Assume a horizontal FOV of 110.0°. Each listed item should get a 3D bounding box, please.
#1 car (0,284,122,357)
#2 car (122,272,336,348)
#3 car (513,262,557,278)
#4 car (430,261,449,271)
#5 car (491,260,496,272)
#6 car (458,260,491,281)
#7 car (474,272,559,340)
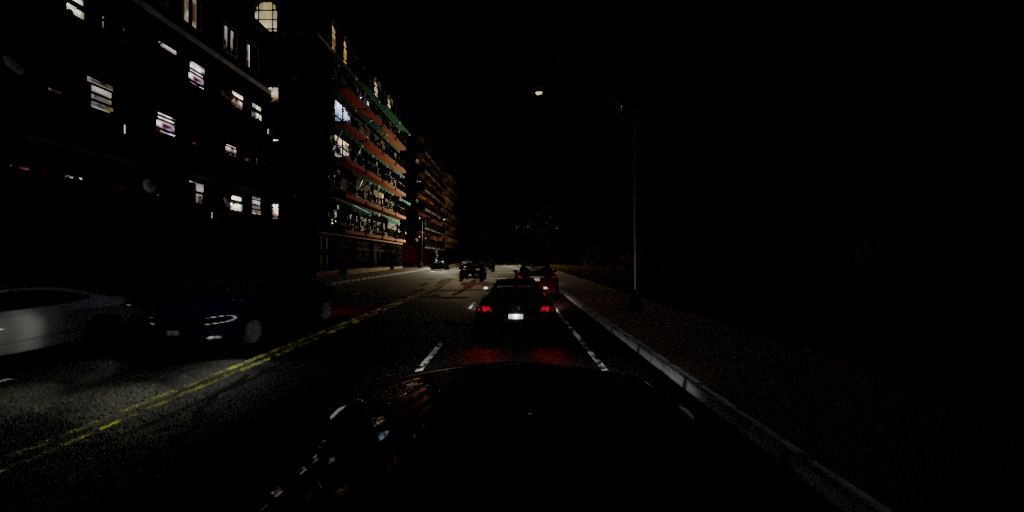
[{"bbox_3d":[-9.849,1.276,6.571,1.812,1.442,4.674,0,0,0],"label":"car"},{"bbox_3d":[-6.595,1.228,9.468,1.882,1.535,5.008,0,0,0],"label":"car"},{"bbox_3d":[1.148,1.102,18.556,2.097,1.767,4.553,0,0,0],"label":"car"},{"bbox_3d":[-9.815,1.313,48.992,1.994,1.385,4.181,0,0,0],"label":"car"},{"bbox_3d":[-3.119,1.240,45.291,2.128,1.511,4.902,0,0,0],"label":"car"},{"bbox_3d":[-3.133,1.239,29.462,2.128,1.511,4.902,0,0,0],"label":"car"},{"bbox_3d":[0.100,1.315,9.976,1.994,1.385,4.181,0,0,0],"label":"car"}]
